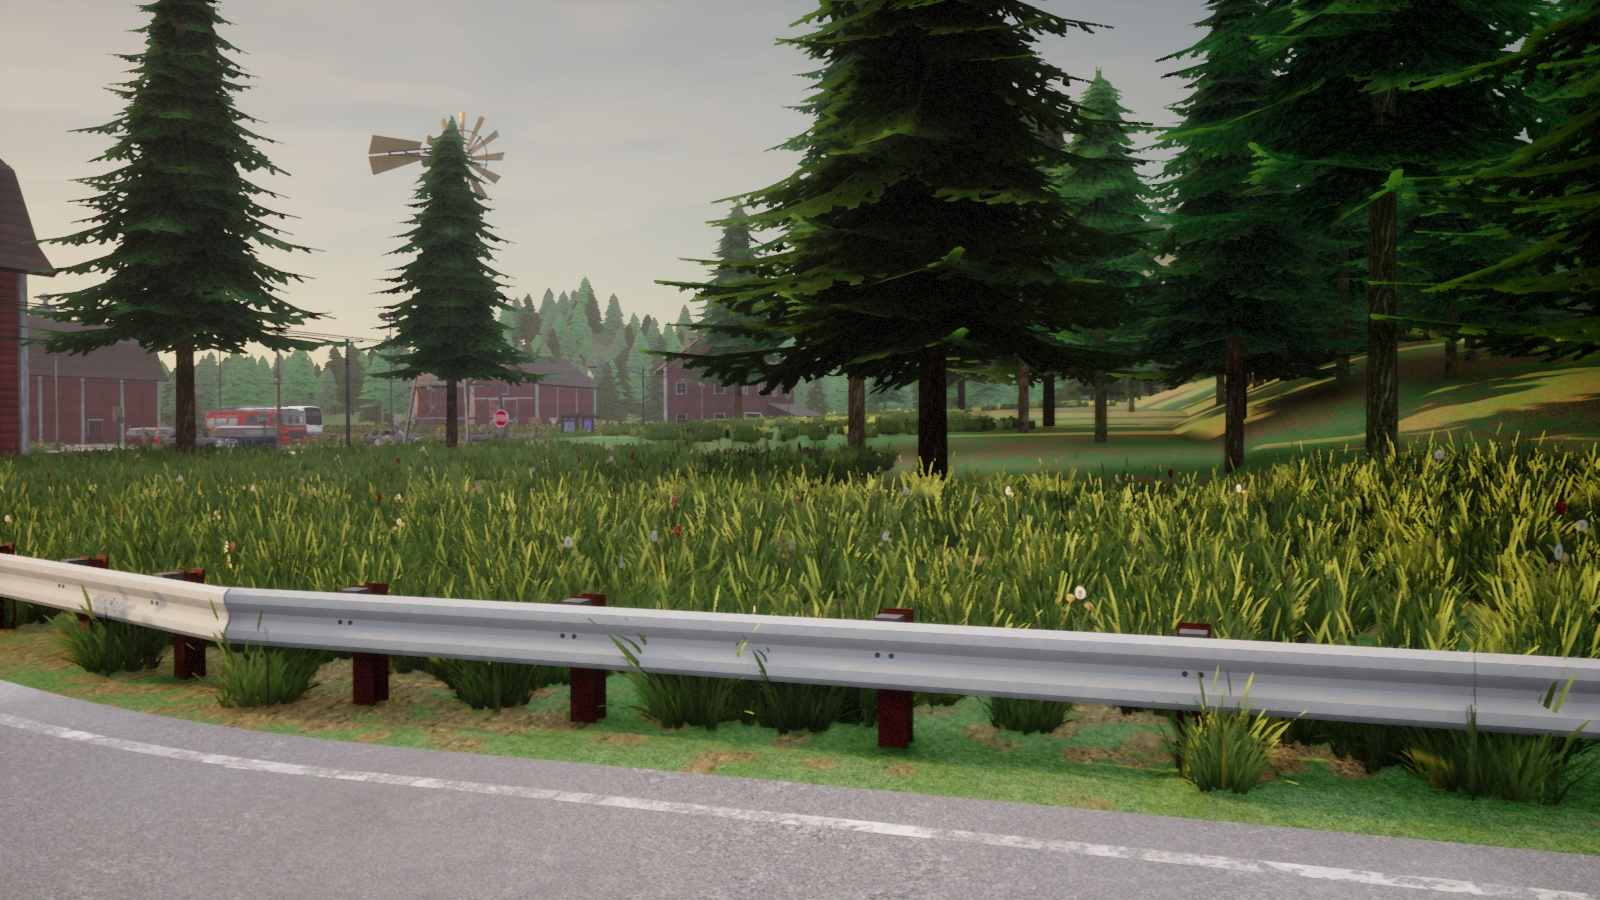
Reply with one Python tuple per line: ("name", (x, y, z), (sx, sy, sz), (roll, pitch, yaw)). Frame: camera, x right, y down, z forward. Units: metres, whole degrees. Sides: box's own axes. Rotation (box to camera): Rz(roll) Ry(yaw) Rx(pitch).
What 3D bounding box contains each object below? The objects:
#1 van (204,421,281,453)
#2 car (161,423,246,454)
("van", (-35.775, -0.838, 80.540), (4.442, 1.987, 1.775), (1, 1, 18))
("car", (-36.619, -0.723, 77.140), (4.605, 1.855, 1.932), (1, 1, 18))
